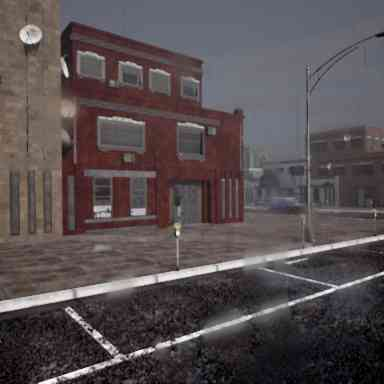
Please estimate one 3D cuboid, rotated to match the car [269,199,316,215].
[{"bbox_3d":[11.782,1.874,39.224,2.033,1.411,5.357,-1,0,-38],"label":"car"}]
